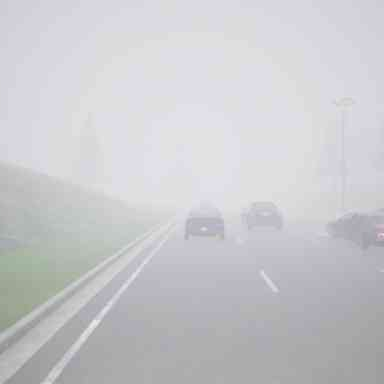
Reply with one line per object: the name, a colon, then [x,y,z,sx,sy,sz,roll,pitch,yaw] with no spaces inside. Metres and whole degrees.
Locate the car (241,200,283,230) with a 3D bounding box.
car: [4.367,1.354,21.405,2.097,1.767,4.553,0,0,3]

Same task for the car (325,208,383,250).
car: [7.526,1.556,14.301,2.033,1.411,5.357,0,0,3]

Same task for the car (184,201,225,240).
car: [0.657,1.474,17.055,1.882,1.535,5.008,0,0,3]
